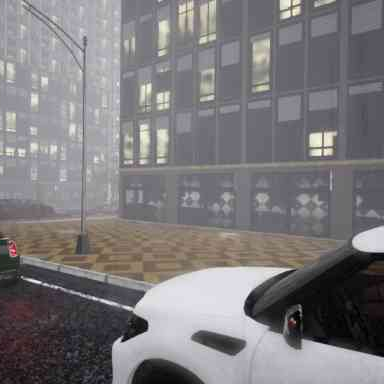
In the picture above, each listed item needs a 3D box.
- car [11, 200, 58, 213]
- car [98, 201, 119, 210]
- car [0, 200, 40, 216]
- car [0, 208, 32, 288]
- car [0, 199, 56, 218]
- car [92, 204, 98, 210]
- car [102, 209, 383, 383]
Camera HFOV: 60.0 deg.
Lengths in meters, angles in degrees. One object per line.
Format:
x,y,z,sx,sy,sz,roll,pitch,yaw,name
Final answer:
-18.643,1.649,39.549,1.752,1.417,4.829,1,0,36,car
-8.348,1.835,39.400,1.752,1.417,4.829,1,0,36,car
-18.863,1.624,34.867,2.128,1.511,4.902,1,0,36,car
-6.173,1.350,8.062,4.553,1.767,2.097,0,0,35,car
-15.132,1.524,30.179,2.192,1.841,5.009,1,0,36,car
-11.219,1.845,45.252,1.895,1.301,4.718,1,0,36,car
1.902,1.221,2.325,5.566,2.045,2.150,0,0,36,car
